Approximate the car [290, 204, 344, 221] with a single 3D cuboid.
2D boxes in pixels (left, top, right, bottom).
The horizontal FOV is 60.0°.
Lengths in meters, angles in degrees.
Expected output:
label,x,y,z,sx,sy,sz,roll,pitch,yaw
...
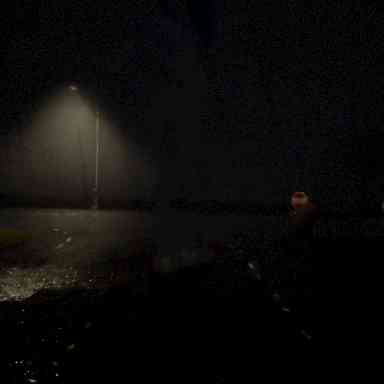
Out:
label,x,y,z,sx,sy,sz,roll,pitch,yaw
car,11.215,1.805,29.949,4.674,1.442,1.812,1,1,0
